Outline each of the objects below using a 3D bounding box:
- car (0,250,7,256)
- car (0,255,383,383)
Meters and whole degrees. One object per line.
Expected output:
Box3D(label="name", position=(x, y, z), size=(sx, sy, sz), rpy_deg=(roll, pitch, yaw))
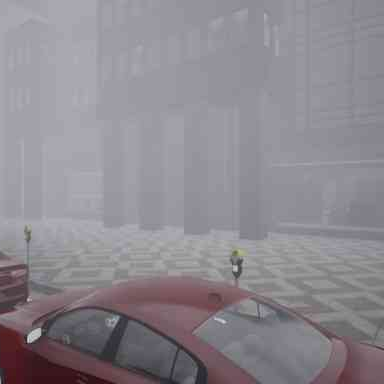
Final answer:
Box3D(label="car", position=(-5.002, 1.545, 6.540), size=(4.507, 1.381, 1.887), rpy_deg=(0, 0, 36))
Box3D(label="car", position=(-0.418, 1.545, 3.262), size=(4.507, 1.381, 1.887), rpy_deg=(0, 0, 36))
